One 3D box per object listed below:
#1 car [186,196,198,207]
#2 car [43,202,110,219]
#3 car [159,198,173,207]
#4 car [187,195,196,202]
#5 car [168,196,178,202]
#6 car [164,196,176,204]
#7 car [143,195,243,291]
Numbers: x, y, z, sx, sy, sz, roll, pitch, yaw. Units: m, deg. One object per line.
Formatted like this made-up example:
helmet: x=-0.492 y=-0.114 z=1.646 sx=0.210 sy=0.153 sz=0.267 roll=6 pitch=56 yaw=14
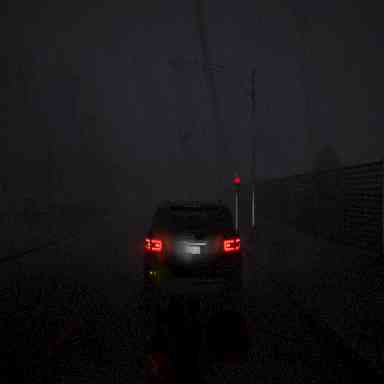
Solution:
car: x=0.049 y=1.477 z=53.643 sx=1.882 sy=1.535 sz=5.008 roll=0 pitch=0 yaw=0
car: x=-9.886 y=1.548 z=28.593 sx=5.357 sy=1.411 sz=2.033 roll=0 pitch=0 yaw=-5
car: x=-4.147 y=1.601 z=53.565 sx=1.895 sy=1.301 sz=4.718 roll=0 pitch=0 yaw=0
car: x=-0.107 y=1.524 z=79.046 sx=1.812 sy=1.442 sz=4.674 roll=0 pitch=0 yaw=-4
car: x=-4.074 y=1.552 z=73.313 sx=1.994 sy=1.385 sz=4.181 roll=0 pitch=0 yaw=0
car: x=-4.117 y=1.547 z=63.327 sx=2.033 sy=1.411 sz=5.357 roll=0 pitch=0 yaw=0
car: x=0.034 y=1.221 z=9.132 sx=2.150 sy=2.045 sz=5.566 roll=0 pitch=0 yaw=0
